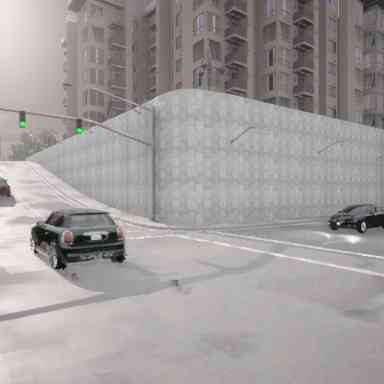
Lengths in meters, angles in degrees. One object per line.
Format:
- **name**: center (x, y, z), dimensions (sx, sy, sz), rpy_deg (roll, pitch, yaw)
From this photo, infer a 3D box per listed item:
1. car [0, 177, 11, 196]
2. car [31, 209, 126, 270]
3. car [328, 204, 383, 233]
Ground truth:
- **car**: center (-19.017, -0.743, 32.243), dimensions (2.097, 1.767, 4.553), rpy_deg (0, 11, -36)
- **car**: center (-4.044, 1.351, 11.415), dimensions (2.097, 1.767, 4.553), rpy_deg (0, 0, -36)
- **car**: center (10.056, 1.504, 19.773), dimensions (4.892, 1.490, 1.837), rpy_deg (0, 0, -36)
